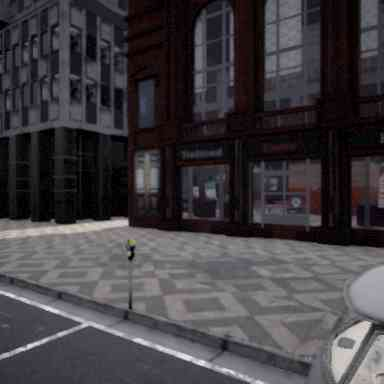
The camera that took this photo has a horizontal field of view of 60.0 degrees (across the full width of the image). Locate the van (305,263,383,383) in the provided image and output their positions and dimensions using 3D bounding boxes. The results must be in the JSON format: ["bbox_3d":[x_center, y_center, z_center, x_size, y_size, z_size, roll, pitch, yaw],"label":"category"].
[{"bbox_3d":[2.433,1.336,1.225,3.998,1.788,1.690,0,0,35],"label":"van"}]
